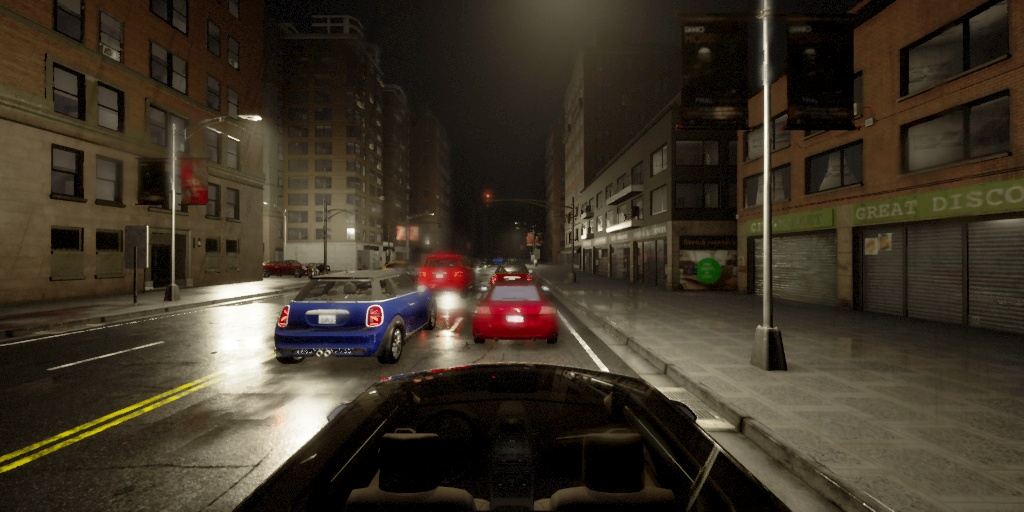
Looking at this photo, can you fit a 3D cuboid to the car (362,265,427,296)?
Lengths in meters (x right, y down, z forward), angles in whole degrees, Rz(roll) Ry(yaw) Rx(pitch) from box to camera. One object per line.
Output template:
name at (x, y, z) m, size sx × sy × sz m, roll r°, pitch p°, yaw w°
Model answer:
car at (-6.602, 1.300, 20.844) m, size 2.033 × 1.411 × 5.357 m, roll 0°, pitch 0°, yaw 0°

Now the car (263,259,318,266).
car at (-20.793, 1.102, 33.570) m, size 4.553 × 1.767 × 2.097 m, roll 0°, pitch 0°, yaw 2°

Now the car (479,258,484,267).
car at (-6.568, 1.284, 62.772) m, size 1.837 × 1.490 × 4.892 m, roll 0°, pitch 0°, yaw 0°

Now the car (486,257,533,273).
car at (0.000, 1.104, 18.251) m, size 2.097 × 1.767 × 4.553 m, roll 0°, pitch 0°, yaw 0°

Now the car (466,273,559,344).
car at (0.092, 1.315, 9.633) m, size 1.994 × 1.385 × 4.181 m, roll 0°, pitch 0°, yaw 0°

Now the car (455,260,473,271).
car at (-6.597, 1.272, 49.946) m, size 1.837 × 1.490 × 4.892 m, roll 0°, pitch 0°, yaw 0°

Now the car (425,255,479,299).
car at (-3.150, 0.974, 18.288) m, size 2.150 × 2.045 × 5.566 m, roll 0°, pitch 0°, yaw 0°

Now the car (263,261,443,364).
car at (-3.147, 1.103, 8.249) m, size 2.097 × 1.767 × 4.553 m, roll 0°, pitch 0°, yaw 0°
